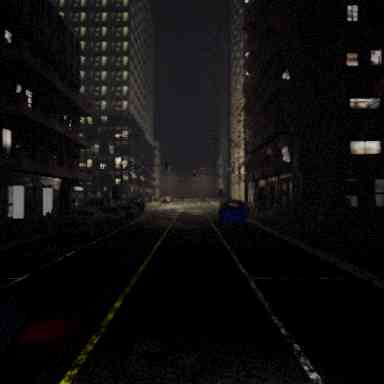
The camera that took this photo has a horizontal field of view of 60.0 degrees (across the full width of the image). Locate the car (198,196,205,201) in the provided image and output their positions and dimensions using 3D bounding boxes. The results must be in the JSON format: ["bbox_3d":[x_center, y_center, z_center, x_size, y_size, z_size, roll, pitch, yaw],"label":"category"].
[{"bbox_3d":[2.724,1.862,94.608,1.752,1.417,4.829,1,0,0],"label":"car"}]

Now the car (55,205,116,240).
[{"bbox_3d":[-5.640,1.614,17.384,2.008,1.369,4.403,1,0,0],"label":"car"}]

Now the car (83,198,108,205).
[{"bbox_3d":[-16.480,1.700,56.654,4.097,1.590,1.967,0,-1,0],"label":"car"}]

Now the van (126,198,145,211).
[{"bbox_3d":[-5.803,1.463,34.007,1.690,1.788,3.998,1,0,0],"label":"van"}]

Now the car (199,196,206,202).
[{"bbox_3d":[2.720,1.878,83.282,1.802,1.307,4.206,1,0,0],"label":"car"}]

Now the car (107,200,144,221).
[{"bbox_3d":[-5.638,1.668,28.465,1.947,1.339,4.313,1,0,0],"label":"car"}]

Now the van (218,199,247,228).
[{"bbox_3d":[2.712,1.424,22.977,1.690,1.788,3.998,1,0,0],"label":"van"}]

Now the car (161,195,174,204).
[{"bbox_3d":[-5.659,1.697,72.072,1.967,1.590,4.097,1,0,0],"label":"car"}]

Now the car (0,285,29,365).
[{"bbox_3d":[-3.099,1.556,2.106,2.033,1.411,5.357,0,0,0],"label":"car"}]

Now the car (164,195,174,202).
[{"bbox_3d":[-5.655,1.612,83.223,2.192,1.841,5.009,1,0,0],"label":"car"}]

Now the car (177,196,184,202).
[{"bbox_3d":[-2.982,1.838,88.203,1.812,1.442,4.674,0,0,0],"label":"car"}]

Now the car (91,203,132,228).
[{"bbox_3d":[-5.640,1.665,22.925,1.802,1.307,4.206,1,0,0],"label":"car"}]

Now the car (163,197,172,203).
[{"bbox_3d":[-5.661,1.859,77.647,1.802,1.307,4.206,1,0,0],"label":"car"}]
